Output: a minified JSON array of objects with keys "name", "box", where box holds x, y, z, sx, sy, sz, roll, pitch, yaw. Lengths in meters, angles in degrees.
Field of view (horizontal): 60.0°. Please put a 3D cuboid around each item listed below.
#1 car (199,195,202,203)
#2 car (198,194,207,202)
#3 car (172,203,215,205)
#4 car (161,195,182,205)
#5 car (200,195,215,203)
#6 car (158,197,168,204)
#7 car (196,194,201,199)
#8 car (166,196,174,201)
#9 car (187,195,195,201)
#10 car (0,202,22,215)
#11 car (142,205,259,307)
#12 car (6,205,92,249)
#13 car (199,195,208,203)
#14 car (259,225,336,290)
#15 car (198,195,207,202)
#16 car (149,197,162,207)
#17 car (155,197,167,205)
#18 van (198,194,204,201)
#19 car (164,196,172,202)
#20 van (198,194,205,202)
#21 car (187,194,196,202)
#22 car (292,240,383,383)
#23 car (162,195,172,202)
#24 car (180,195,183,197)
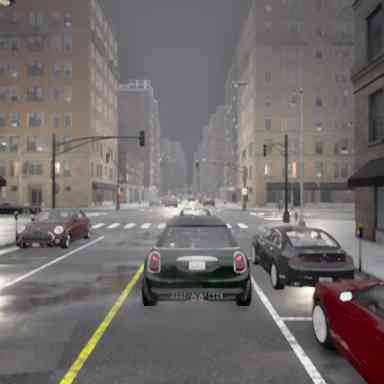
[{"name":"car","box":[2.651,1.646,58.319,1.947,1.339,4.313,0,0,0]},{"name":"car","box":[2.613,1.621,63.996,1.752,1.417,4.829,0,0,0]},{"name":"car","box":[0.142,1.503,15.586,2.128,1.511,4.902,0,0,0]},{"name":"car","box":[-3.058,1.609,50.432,2.033,1.411,5.357,0,0,-1]},{"name":"car","box":[2.688,1.611,52.812,1.887,1.381,4.507,0,0,0]},{"name":"car","box":[-5.948,1.693,69.282,1.802,1.307,4.206,0,0,0]},{"name":"car","box":[2.578,1.427,69.334,2.192,1.841,5.009,0,0,0]},{"name":"car","box":[-6.095,1.765,91.314,1.947,1.339,4.313,0,0,0]},{"name":"car","box":[-0.234,1.579,90.292,1.994,1.385,4.181,0,0,0]},{"name":"car","box":[-16.306,1.544,30.438,4.718,1.301,1.895,0,0,0]},{"name":"car","box":[0.072,1.358,8.164,2.097,1.767,4.553,0,0,-1]},{"name":"car","box":[-5.810,1.451,14.397,1.967,1.590,4.097,0,0,0]},{"name":"car","box":[2.541,1.571,74.841,1.967,1.590,4.097,0,0,0]},{"name":"car","box":[2.699,1.557,8.885,2.008,1.369,4.403,0,0,0]},{"name":"car","box":[2.504,1.592,80.347,1.967,1.590,4.097,0,0,0]},{"name":"car","box":[-5.837,1.617,52.759,2.008,1.369,4.403,0,0,0]},{"name":"car","box":[-5.911,1.639,63.775,1.887,1.381,4.507,0,0,0]},{"name":"van","box":[2.431,1.541,91.362,1.690,1.788,3.998,0,0,0]},{"name":"car","box":[-6.058,1.756,85.806,1.802,1.307,4.206,0,0,0]},{"name":"van","box":[2.468,1.516,85.855,1.690,1.788,3.998,0,0,0]},{"name":"car","box":[-0.167,1.739,80.316,1.895,1.301,4.718,0,0,0]},{"name":"car","box":[2.685,1.547,3.394,1.887,1.381,4.507,0,0,0]},{"name":"car","box":[-6.021,1.591,80.299,1.967,1.590,4.097,0,0,0]},{"name":"car","box":[-3.109,1.689,61.498,1.895,1.301,4.718,0,0,0]}]
